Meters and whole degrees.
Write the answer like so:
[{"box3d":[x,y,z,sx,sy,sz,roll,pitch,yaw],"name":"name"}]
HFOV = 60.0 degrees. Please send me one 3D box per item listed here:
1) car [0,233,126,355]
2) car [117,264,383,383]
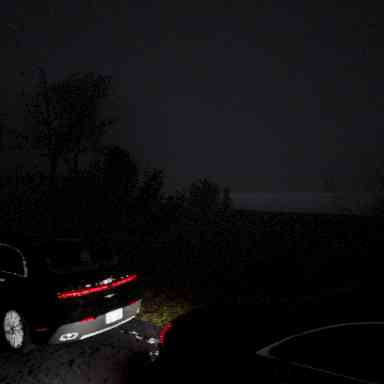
[{"box3d":[-3.082,1.533,6.178,4.892,1.490,1.837,0,0,36],"name":"car"},{"box3d":[1.789,1.520,2.673,4.892,1.490,1.837,0,0,36],"name":"car"}]
